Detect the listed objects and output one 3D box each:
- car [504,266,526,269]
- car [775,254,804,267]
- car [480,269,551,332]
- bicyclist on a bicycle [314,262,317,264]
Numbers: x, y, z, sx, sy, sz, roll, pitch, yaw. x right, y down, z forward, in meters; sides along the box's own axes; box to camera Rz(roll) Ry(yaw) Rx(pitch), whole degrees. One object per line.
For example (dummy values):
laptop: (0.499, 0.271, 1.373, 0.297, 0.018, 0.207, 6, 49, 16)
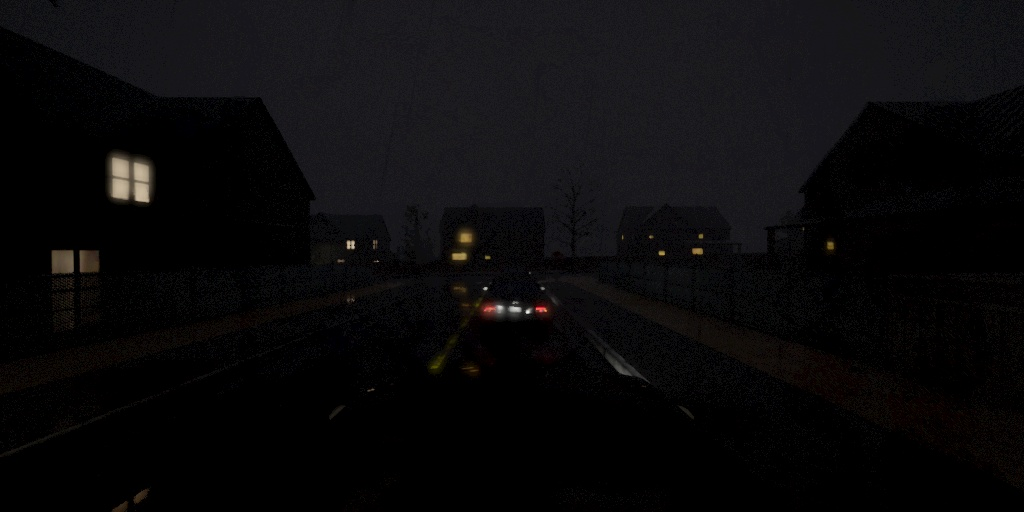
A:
car: (0.172, 1.303, 22.009, 2.033, 1.411, 5.357, 0, 0, 3)
car: (25.926, 0.588, 34.390, 4.892, 1.490, 1.837, -2, 1, 0)
car: (0.079, 1.296, 10.848, 2.033, 1.411, 5.357, 0, 0, 0)
bicyclist on a bicycle: (-20.241, 1.433, 37.132, 0.582, 1.620, 1.656, -1, 1, 0)
